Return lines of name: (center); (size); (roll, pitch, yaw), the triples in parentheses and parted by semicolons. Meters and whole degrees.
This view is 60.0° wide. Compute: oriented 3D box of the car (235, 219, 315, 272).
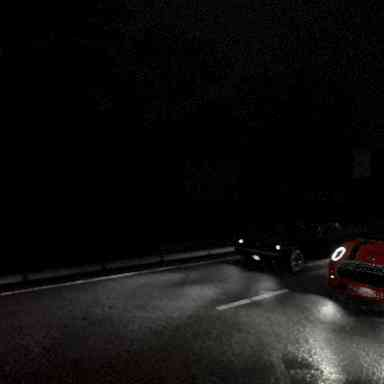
car: (3.665, 1.598, 10.956); (4.718, 1.301, 1.895); (0, 0, -36)

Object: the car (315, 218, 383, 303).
car: (5.193, 1.346, 7.739); (4.553, 1.767, 2.097); (0, 0, -36)

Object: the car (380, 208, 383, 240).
car: (11.721, 1.532, 16.668); (4.902, 1.511, 2.128); (0, 0, -36)
